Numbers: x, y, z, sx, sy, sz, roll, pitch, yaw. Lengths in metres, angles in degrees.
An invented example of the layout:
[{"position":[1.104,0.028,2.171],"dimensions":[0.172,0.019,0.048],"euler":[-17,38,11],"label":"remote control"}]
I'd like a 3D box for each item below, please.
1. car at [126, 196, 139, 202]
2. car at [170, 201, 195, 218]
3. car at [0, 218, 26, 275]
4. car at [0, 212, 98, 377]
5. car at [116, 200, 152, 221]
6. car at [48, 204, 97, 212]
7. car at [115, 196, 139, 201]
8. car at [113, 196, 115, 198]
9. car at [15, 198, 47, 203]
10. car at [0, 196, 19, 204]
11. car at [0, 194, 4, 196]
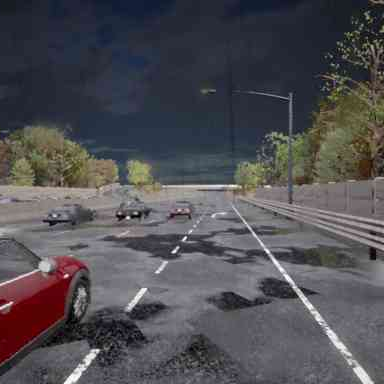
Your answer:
[{"position":[-14.046,1.579,78.733],"dimensions":[1.994,1.385,4.181],"euler":[0,0,5],"label":"car"},{"position":[-0.781,1.548,29.701],"dimensions":[2.033,1.411,5.357],"euler":[0,0,5],"label":"car"},{"position":[-6.243,1.525,8.007],"dimensions":[1.812,1.442,4.674],"euler":[0,0,5],"label":"car"},{"position":[-3.052,1.353,4.367],"dimensions":[2.097,1.767,4.553],"euler":[0,0,5],"label":"car"},{"position":[-4.546,1.601,26.896],"dimensions":[1.895,1.301,4.718],"euler":[0,0,5],"label":"car"},{"position":[-8.376,1.547,23.366],"dimensions":[2.033,1.411,5.357],"euler":[0,0,5],"label":"car"},{"position":[-6.980,1.356,38.908],"dimensions":[2.097,1.767,4.553],"euler":[0,0,5],"label":"car"},{"position":[-17.569,1.570,78.631],"dimensions":[2.033,1.411,5.357],"euler":[0,0,5],"label":"car"},{"position":[-17.770,1.604,38.380],"dimensions":[1.895,1.301,4.718],"euler":[0,0,5],"label":"car"},{"position":[-21.279,1.529,38.313],"dimensions":[1.812,1.442,4.674],"euler":[0,0,5],"label":"car"},{"position":[-24.311,1.358,43.805],"dimensions":[2.097,1.767,4.553],"euler":[0,0,6],"label":"car"}]
